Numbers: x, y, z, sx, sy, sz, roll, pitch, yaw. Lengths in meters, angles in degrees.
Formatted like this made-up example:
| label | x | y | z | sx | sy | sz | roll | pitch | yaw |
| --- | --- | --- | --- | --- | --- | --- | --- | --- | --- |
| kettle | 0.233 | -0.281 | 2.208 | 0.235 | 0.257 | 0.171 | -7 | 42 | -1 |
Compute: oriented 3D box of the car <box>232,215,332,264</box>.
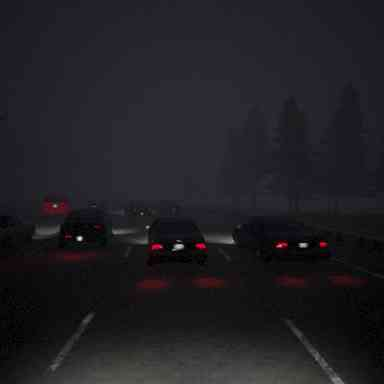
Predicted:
| label | x | y | z | sx | sy | sz | roll | pitch | yaw |
| --- | --- | --- | --- | --- | --- | --- | --- | --- | --- |
| car | 2.862 | 1.545 | 11.861 | 2.033 | 1.411 | 5.357 | 0 | 0 | -6 |

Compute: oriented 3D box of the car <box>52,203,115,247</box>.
| label | x | y | z | sx | sy | sz | roll | pitch | yaw |
| --- | --- | --- | --- | --- | --- | --- | --- | --- | --- |
| car | -4.691 | 1.504 | 15.135 | 1.837 | 1.490 | 4.892 | 0 | 0 | -9 |

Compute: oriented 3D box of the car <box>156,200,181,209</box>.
| label | x | y | z | sx | sy | sz | roll | pitch | yaw |
| --- | --- | --- | --- | --- | --- | --- | --- | --- | --- |
| car | -2.560 | 1.519 | 33.995 | 1.812 | 1.442 | 4.674 | 0 | 0 | -21 |

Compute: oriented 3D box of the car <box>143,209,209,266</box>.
| label | x | y | z | sx | sy | sz | roll | pitch | yaw |
| --- | --- | --- | --- | --- | --- | --- | --- | --- | --- |
| car | -0.625 | 1.545 | 11.610 | 2.033 | 1.411 | 5.357 | 0 | 0 | -6 |

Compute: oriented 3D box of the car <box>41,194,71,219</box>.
| label | x | y | z | sx | sy | sz | roll | pitch | yaw |
| --- | --- | --- | --- | --- | --- | --- | --- | --- | --- |
| car | -11.935 | 1.218 | 29.287 | 2.150 | 2.045 | 5.566 | 0 | 0 | -20 |

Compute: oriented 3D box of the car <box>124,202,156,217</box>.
| label | x | y | z | sx | sy | sz | roll | pitch | yaw |
| --- | --- | --- | --- | --- | --- | --- | --- | --- | --- |
| car | -5.069 | 1.595 | 30.809 | 1.895 | 1.301 | 4.718 | 0 | 0 | -20 |

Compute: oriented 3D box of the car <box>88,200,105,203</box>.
| label | x | y | z | sx | sy | sz | roll | pitch | yaw |
| --- | --- | --- | --- | --- | --- | --- | --- | --- | --- |
| car | -8.991 | 1.486 | 31.265 | 2.128 | 1.511 | 4.902 | 0 | 0 | -21 |

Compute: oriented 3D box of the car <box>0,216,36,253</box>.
| label | x | y | z | sx | sy | sz | roll | pitch | yaw |
| --- | --- | --- | --- | --- | --- | --- | --- | --- | --- |
| car | -7.940 | 1.598 | 13.471 | 1.895 | 1.301 | 4.718 | 0 | 0 | -8 |
